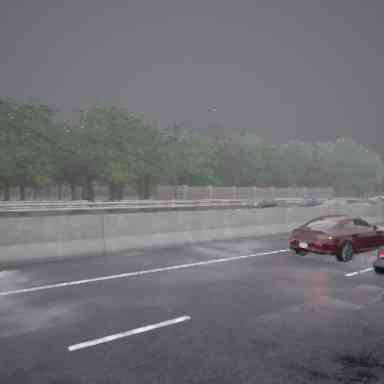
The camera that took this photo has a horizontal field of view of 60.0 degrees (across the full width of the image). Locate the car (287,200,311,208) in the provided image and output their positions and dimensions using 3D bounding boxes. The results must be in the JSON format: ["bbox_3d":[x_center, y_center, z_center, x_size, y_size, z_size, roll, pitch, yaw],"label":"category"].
[{"bbox_3d":[13.527,1.621,39.420,5.357,1.411,2.033,0,0,-35],"label":"car"}]

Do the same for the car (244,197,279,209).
[{"bbox_3d":[8.397,1.419,40.065,4.553,1.767,2.097,0,0,-35],"label":"car"}]

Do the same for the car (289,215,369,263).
[{"bbox_3d":[5.473,1.549,12.076,4.674,1.442,1.812,0,0,-36],"label":"car"}]

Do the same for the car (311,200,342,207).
[{"bbox_3d":[15.565,1.599,36.574,4.674,1.442,1.812,0,0,-35],"label":"car"}]

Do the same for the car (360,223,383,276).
[{"bbox_3d":[6.893,1.569,8.790,5.357,1.411,2.033,0,0,-36],"label":"car"}]

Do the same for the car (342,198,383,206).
[{"bbox_3d":[17.833,1.425,33.894,4.553,1.767,2.097,0,0,-35],"label":"car"}]
